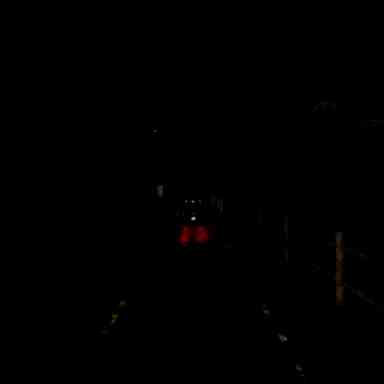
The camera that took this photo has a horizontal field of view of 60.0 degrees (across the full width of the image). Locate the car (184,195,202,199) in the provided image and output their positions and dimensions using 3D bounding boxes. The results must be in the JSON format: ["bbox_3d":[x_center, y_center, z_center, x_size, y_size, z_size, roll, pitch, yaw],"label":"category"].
[{"bbox_3d":[0.108,1.144,40.381,2.097,1.767,4.553,0,0,0],"label":"car"}]

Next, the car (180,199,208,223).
[{"bbox_3d":[0.105,1.461,24.290,1.895,1.301,4.718,0,0,0],"label":"car"}]
